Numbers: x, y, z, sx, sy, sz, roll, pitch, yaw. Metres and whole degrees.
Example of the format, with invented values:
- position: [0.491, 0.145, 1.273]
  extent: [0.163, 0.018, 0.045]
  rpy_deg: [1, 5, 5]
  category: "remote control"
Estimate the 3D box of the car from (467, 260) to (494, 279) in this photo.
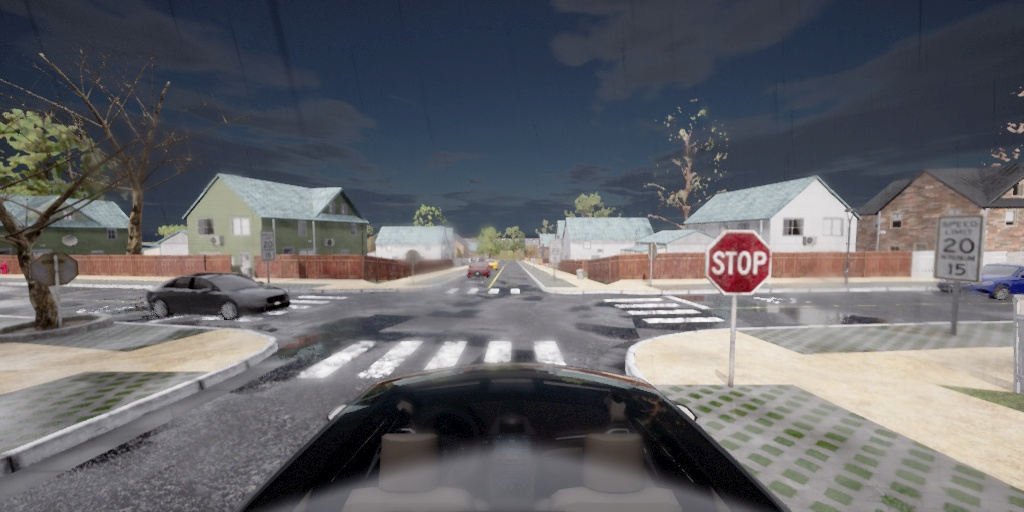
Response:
- position: [-2.912, 1.212, 32.675]
  extent: [1.882, 1.535, 5.008]
  rpy_deg: [0, 0, 0]
  category: "car"

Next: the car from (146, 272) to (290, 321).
- position: [-10.408, 1.368, 12.749]
  extent: [4.892, 1.490, 1.837]
  rpy_deg: [0, 3, 12]
  category: "car"

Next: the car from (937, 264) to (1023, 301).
- position: [21.450, 1.072, 15.554]
  extent: [4.674, 1.442, 1.812]
  rpy_deg: [0, 3, -3]
  category: "car"

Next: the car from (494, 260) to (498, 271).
- position: [-2.933, 1.227, 49.570]
  extent: [1.882, 1.535, 5.008]
  rpy_deg: [0, 0, 0]
  category: "car"
